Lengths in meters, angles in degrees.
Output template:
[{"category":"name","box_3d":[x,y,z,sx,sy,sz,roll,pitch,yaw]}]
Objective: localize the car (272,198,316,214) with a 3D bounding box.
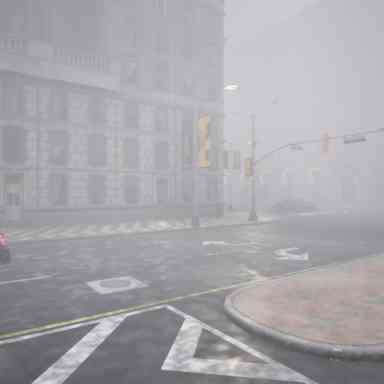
[{"category":"car","box_3d":[10.642,1.564,35.813,1.994,1.385,4.181,0,0,-36]}]

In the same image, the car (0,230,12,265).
[{"category":"car","box_3d":[-7.317,1.352,8.608,4.553,1.767,2.097,0,0,-35]}]

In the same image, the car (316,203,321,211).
[{"category":"car","box_3d":[12.648,1.492,39.022,2.128,1.511,4.902,0,0,-36]}]
